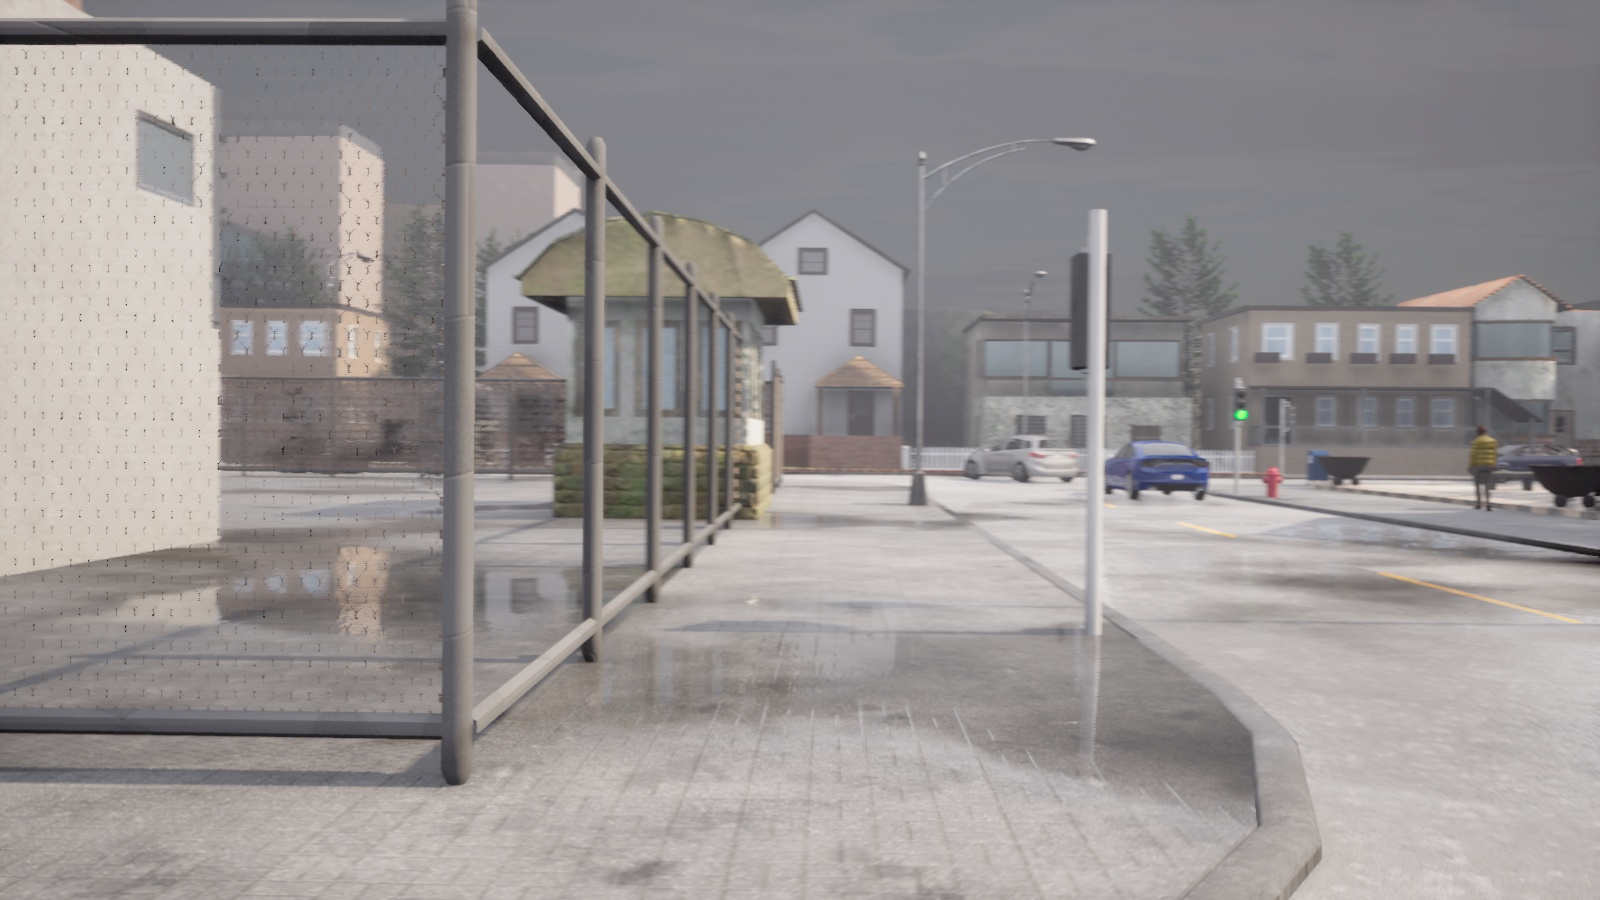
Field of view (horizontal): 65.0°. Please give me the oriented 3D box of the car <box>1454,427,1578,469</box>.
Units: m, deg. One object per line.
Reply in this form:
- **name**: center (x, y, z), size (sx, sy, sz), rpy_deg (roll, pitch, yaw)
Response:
- **car**: center (27.283, -0.095, 47.911), size (3.705, 1.549, 1.789), rpy_deg (-1, 1, 1)

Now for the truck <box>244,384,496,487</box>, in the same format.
- **truck**: center (-15.212, -0.506, 44.772), size (7.936, 3.462, 2.891), rpy_deg (-1, 1, 4)

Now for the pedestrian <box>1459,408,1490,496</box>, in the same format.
- **pedestrian**: center (14.293, 0.035, 26.605), size (0.370, 1.835, 0.726), rpy_deg (-1, 1, 10)

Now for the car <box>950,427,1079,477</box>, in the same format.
- **car**: center (7.599, 0.042, 44.949), size (2.242, 1.667, 4.611), rpy_deg (-1, 1, -27)

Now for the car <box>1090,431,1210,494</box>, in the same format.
- **car**: center (9.207, 0.287, 33.483), size (1.882, 1.535, 5.008), rpy_deg (-1, 1, 1)
